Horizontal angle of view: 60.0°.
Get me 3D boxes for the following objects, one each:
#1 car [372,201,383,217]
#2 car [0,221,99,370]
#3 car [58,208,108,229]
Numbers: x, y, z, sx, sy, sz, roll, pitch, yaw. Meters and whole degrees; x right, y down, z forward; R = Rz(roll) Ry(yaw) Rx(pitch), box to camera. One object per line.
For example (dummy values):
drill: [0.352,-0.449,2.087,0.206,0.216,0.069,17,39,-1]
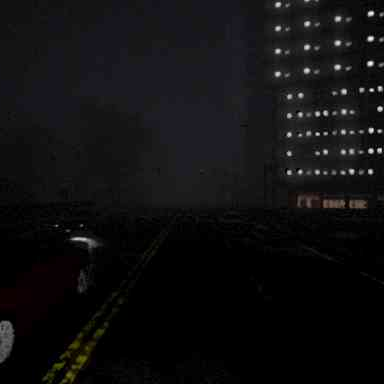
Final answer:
car: [23.005,1.968,37.359,5.009,1.841,2.192,0,1,20]
car: [-3.352,1.526,5.879,1.882,1.535,5.008,0,-1,0]
car: [-6.598,1.718,20.376,2.033,1.411,5.357,0,-1,0]
